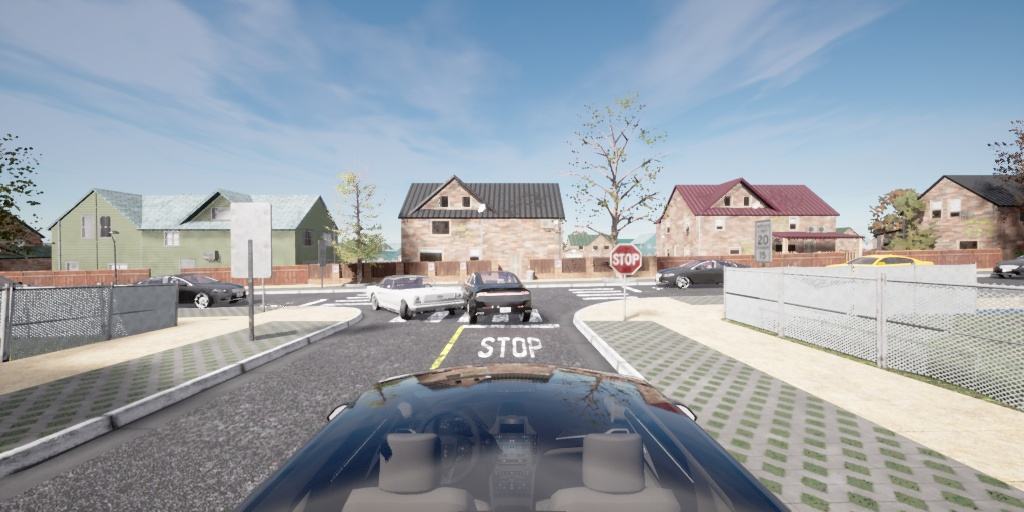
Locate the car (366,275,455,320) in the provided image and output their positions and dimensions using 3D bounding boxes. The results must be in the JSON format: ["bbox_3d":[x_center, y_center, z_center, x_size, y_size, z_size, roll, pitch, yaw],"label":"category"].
[{"bbox_3d":[-3.602,1.368,12.887,1.895,1.301,4.718,0,0,-38],"label":"car"}]

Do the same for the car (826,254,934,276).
[{"bbox_3d":[19.761,0.690,19.474,5.008,1.535,1.882,-1,1,-1],"label":"car"}]

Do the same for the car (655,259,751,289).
[{"bbox_3d":[10.331,0.926,19.437,4.902,1.511,2.128,-1,1,0],"label":"car"}]

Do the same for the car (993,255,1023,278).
[{"bbox_3d":[29.386,0.478,19.511,4.902,1.511,2.128,-1,1,0],"label":"car"}]

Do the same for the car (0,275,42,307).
[{"bbox_3d":[-24.239,1.648,16.342,4.553,1.767,2.097,-1,1,0],"label":"car"}]

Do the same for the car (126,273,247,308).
[{"bbox_3d":[-14.902,1.566,16.383,4.902,1.511,2.128,-1,1,0],"label":"car"}]

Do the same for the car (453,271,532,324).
[{"bbox_3d":[-0.685,1.242,12.028,2.128,1.511,4.902,0,0,-12],"label":"car"}]
